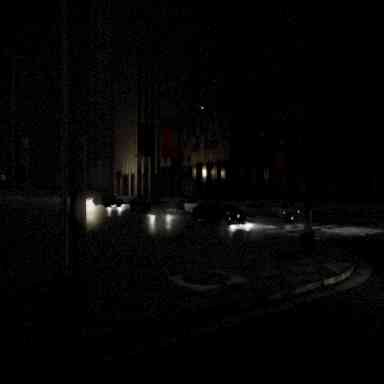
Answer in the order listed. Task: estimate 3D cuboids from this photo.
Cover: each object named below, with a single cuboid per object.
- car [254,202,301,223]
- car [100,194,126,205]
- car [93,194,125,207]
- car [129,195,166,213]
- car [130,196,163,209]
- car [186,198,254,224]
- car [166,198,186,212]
[{"bbox_3d":[5.154,1.351,23.107,1.895,1.301,4.718,0,1,-35],"label":"car"},{"bbox_3d":[-11.149,0.989,46.600,1.895,1.301,4.718,0,1,-34],"label":"car"},{"bbox_3d":[-10.119,1.013,39.371,2.033,1.411,5.357,0,1,-35],"label":"car"},{"bbox_3d":[-4.080,1.077,30.675,1.882,1.535,5.008,0,1,-35],"label":"car"},{"bbox_3d":[-5.284,1.118,38.114,1.895,1.301,4.718,0,1,-35],"label":"car"},{"bbox_3d":[1.744,1.294,22.291,1.994,1.385,4.181,0,1,-35],"label":"car"},{"bbox_3d":[-0.092,1.233,30.628,1.895,1.301,4.718,0,1,-35],"label":"car"}]
